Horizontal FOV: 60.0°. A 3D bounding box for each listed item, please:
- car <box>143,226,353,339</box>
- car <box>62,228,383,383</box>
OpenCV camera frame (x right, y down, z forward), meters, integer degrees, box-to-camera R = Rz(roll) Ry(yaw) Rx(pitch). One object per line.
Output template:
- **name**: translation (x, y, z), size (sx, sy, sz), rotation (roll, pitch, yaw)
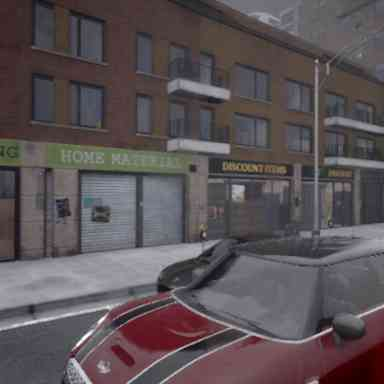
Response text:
- **car**: translation (1.340, 1.591, 7.130), size (4.313, 1.339, 1.947), rotation (0, 0, -35)
- **car**: translation (1.013, 1.367, 3.663), size (4.553, 1.767, 2.097), rotation (0, 0, -35)
